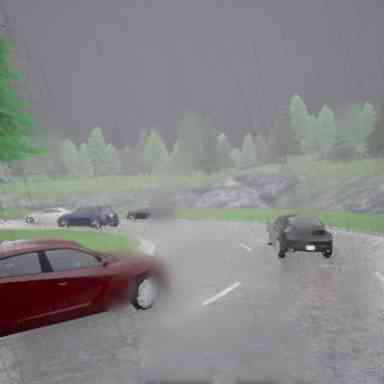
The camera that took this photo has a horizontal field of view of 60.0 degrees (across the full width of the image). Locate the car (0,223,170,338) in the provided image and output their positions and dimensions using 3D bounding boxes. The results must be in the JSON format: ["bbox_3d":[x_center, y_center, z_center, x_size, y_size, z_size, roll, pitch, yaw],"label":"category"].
[{"bbox_3d":[-2.708,1.611,6.236,5.008,1.535,1.882,0,0,-41],"label":"car"}]

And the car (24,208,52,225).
[{"bbox_3d":[-12.374,2.124,29.432,4.674,1.442,1.812,-1,-1,2],"label":"car"}]

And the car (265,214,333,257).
[{"bbox_3d":[4.187,1.650,13.545,1.837,1.490,4.892,1,-1,5],"label":"car"}]

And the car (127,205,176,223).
[{"bbox_3d":[-3.818,1.996,30.961,4.902,1.511,2.128,-1,-1,27],"label":"car"}]

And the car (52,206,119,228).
[{"bbox_3d":[-7.818,1.825,25.033,4.553,1.767,2.097,-1,-1,24],"label":"car"}]
